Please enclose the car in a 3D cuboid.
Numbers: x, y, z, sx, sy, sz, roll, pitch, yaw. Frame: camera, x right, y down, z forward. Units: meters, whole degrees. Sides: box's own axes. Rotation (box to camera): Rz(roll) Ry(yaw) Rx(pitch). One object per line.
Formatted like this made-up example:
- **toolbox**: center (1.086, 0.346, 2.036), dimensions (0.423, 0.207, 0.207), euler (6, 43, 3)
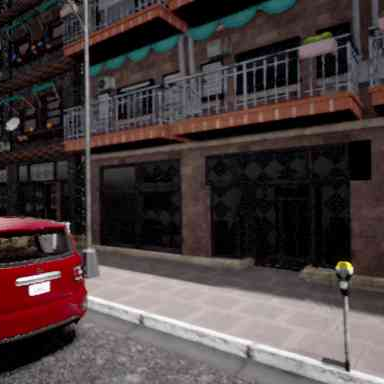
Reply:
- **car**: center (-3.901, 1.331, 5.671), dimensions (5.009, 1.841, 2.192), euler (0, -1, 35)
